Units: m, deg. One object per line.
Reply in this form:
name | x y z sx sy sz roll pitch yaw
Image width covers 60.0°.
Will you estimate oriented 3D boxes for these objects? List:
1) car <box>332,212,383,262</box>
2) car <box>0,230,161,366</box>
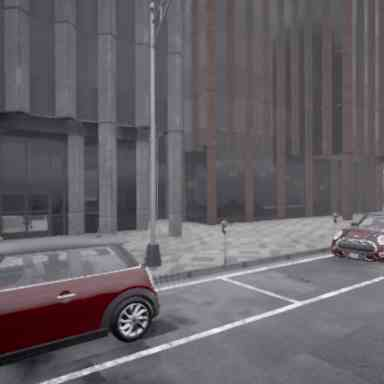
car | 6.586 1.415 11.350 4.097 1.590 1.967 0 0 -35
car | -2.592 1.439 4.803 4.097 1.590 1.967 0 0 -35
